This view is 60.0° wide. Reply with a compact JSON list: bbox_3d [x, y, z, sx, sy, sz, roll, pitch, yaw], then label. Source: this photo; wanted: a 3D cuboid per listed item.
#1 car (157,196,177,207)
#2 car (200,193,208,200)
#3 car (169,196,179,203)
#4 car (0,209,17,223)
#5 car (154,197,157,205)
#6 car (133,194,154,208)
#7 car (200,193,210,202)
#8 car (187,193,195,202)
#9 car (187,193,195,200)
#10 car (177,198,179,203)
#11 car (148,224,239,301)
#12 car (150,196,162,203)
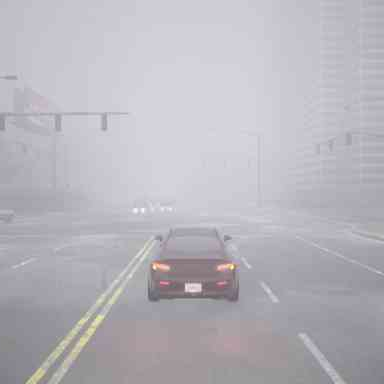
[{"bbox_3d":[-3.805,1.548,51.019,1.994,1.385,4.181,0,0,0],"label":"car"},{"bbox_3d":[3.132,1.157,88.266,2.097,1.767,4.553,0,0,0],"label":"car"},{"bbox_3d":[-3.790,1.531,69.805,1.994,1.385,4.181,0,0,0],"label":"car"},{"bbox_3d":[-14.959,1.518,23.643,4.674,1.442,1.812,0,0,4],"label":"car"},{"bbox_3d":[-7.322,1.583,57.682,1.895,1.301,4.718,0,0,0],"label":"car"},{"bbox_3d":[-7.297,1.476,48.411,2.128,1.511,4.902,0,0,0],"label":"car"},{"bbox_3d":[3.175,1.492,77.979,2.128,1.511,4.902,0,0,0],"label":"car"},{"bbox_3d":[-0.326,1.560,78.347,1.895,1.301,4.718,0,0,0],"label":"car"},{"bbox_3d":[-0.368,1.157,88.251,2.097,1.767,4.553,0,0,0],"label":"car"},{"bbox_3d":[-3.823,1.507,59.796,1.812,1.442,4.674,0,0,0],"label":"car"},{"bbox_3d":[0.031,1.523,8.170,1.812,1.442,4.674,0,0,0],"label":"car"},{"bbox_3d":[-7.292,1.580,67.982,1.895,1.301,4.718,0,0,0],"label":"car"}]
